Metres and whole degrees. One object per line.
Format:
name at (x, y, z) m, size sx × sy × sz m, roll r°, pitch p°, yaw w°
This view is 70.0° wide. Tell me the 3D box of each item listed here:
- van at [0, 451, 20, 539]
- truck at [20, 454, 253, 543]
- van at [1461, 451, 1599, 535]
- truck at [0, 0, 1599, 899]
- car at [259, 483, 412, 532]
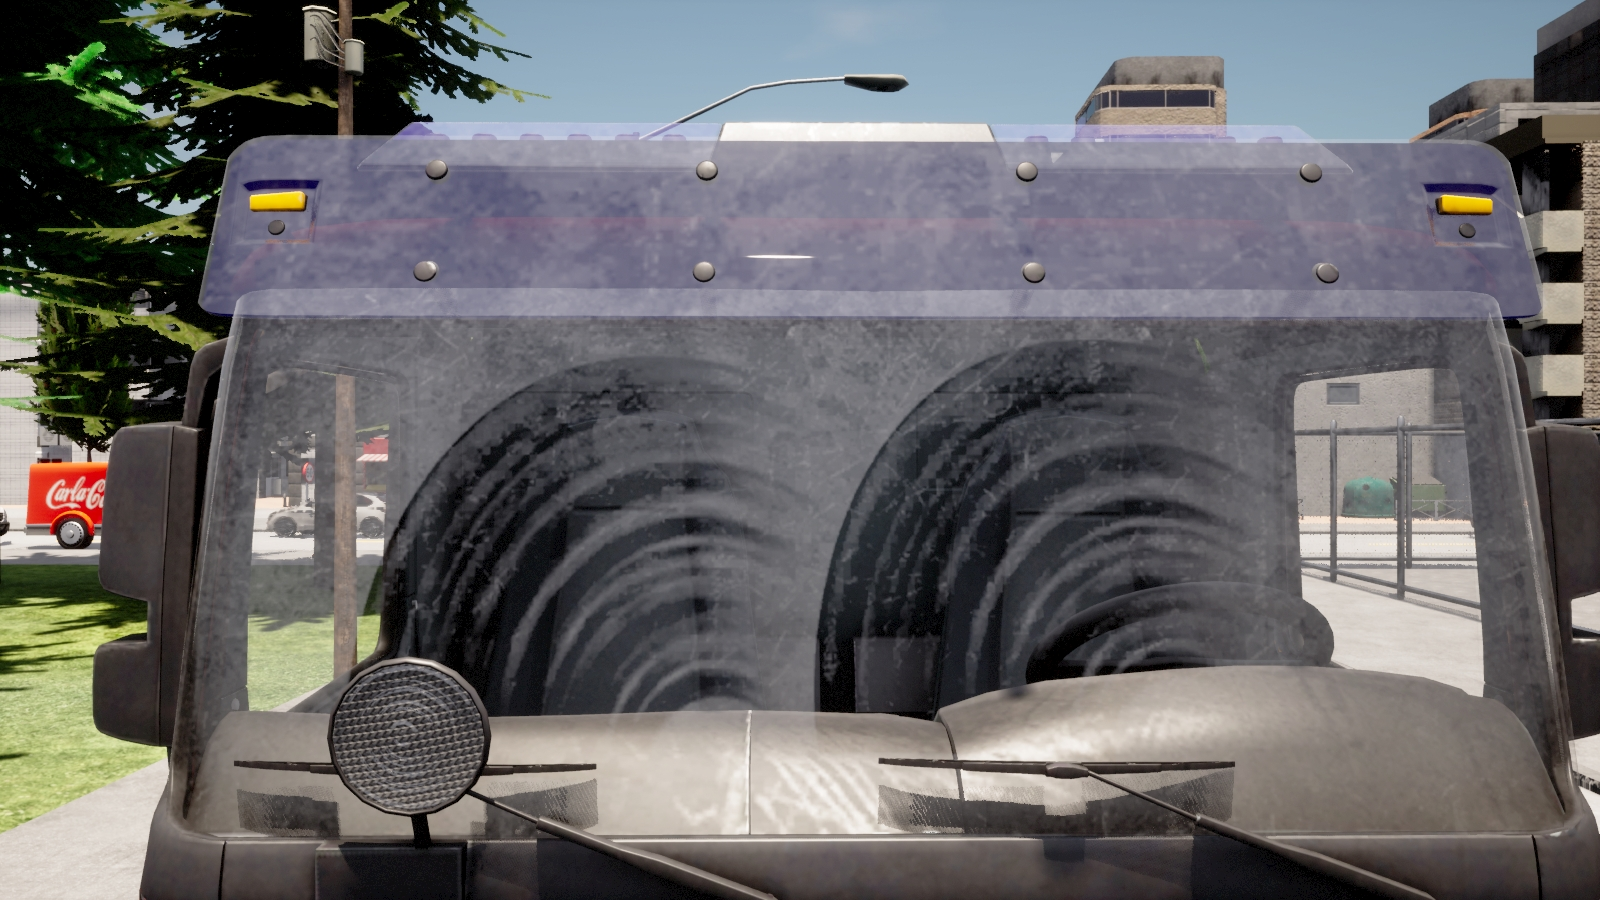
van at (-26.239, 1.314, 33.169) m, size 5.915 × 2.561 × 1.988 m, roll 0°, pitch 0°, yaw 2°
truck at (-19.012, 1.348, 32.943) m, size 5.204 × 2.467 × 2.627 m, roll 0°, pitch 0°, yaw 1°
van at (24.242, 1.314, 35.747) m, size 5.915 × 2.561 × 1.988 m, roll 0°, pitch 0°, yaw 1°
truck at (0.092, 0.670, 5.580) m, size 2.891 × 3.827 × 8.468 m, roll 0°, pitch 0°, yaw -1°
car at (-14.929, 1.845, 36.881) m, size 4.193 × 1.474 × 1.816 m, roll 0°, pitch 0°, yaw 1°
